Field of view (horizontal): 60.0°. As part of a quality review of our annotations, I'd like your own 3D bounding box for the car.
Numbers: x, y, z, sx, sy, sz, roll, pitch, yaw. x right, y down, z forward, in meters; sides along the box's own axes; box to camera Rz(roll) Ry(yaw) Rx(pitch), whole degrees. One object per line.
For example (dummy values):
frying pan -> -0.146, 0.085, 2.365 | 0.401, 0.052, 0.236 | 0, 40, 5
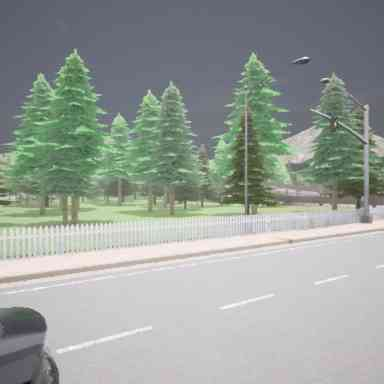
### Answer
car -> -3.285, 1.505, 1.658 | 4.892, 1.490, 1.837 | 0, 0, -35
